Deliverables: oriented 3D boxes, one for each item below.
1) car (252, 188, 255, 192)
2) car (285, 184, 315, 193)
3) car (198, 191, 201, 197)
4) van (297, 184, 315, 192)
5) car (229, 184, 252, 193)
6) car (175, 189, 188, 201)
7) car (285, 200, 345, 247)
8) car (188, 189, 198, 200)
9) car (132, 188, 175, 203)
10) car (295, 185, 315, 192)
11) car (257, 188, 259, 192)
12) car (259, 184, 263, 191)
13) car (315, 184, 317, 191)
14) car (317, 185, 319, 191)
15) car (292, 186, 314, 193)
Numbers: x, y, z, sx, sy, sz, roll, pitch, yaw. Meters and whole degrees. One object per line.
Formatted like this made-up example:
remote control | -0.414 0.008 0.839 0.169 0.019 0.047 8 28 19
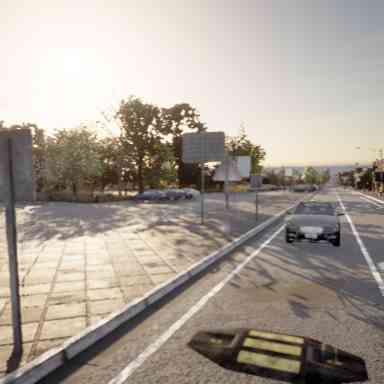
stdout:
car | 12.155 -0.644 78.953 5.008 1.535 2.097 0 1 23
car | 23.142 -0.486 71.305 4.892 1.521 2.231 0 1 23
car | -1.012 0.235 47.560 4.674 1.452 2.002 0 2 23
van | 29.738 -1.021 86.765 4.442 1.987 1.878 0 1 23
car | 10.011 -0.523 73.815 5.008 1.535 2.097 0 2 23
car | -3.494 0.359 41.638 4.892 1.521 2.231 0 2 23
car | 4.928 1.120 13.335 2.128 1.511 4.902 0 2 23
car | -2.238 0.274 44.660 5.008 1.535 2.097 0 2 23
car | -4.763 0.481 38.620 4.674 1.452 2.002 0 2 23
car | 28.579 -0.877 84.213 4.553 1.767 2.185 0 1 23
car | 13.235 -0.658 81.522 4.674 1.452 2.002 0 1 23
car | 15.416 -0.925 86.641 4.553 1.767 2.185 0 1 23
car | 24.193 -0.798 73.895 5.566 2.045 2.435 0 1 23
car | 27.443 -0.955 81.650 5.566 2.045 2.435 0 1 23
car | 26.380 -0.655 79.059 4.892 1.521 2.231 0 1 23
